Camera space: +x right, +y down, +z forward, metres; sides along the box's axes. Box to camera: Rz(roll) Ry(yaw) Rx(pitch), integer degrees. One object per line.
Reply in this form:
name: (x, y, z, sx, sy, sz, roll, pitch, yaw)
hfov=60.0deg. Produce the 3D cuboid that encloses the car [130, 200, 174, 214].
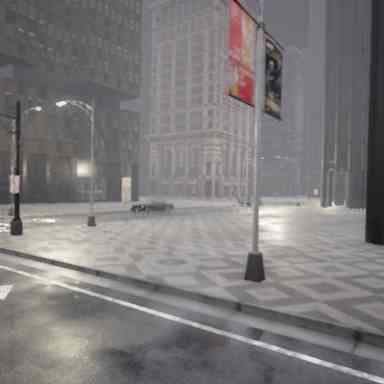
car: (-3.949, 1.433, 33.161, 1.895, 1.301, 4.718, 2, 1, 35)

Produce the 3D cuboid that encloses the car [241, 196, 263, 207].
car: (9.348, 1.436, 51.764, 1.882, 1.535, 5.008, 2, 0, 36)
